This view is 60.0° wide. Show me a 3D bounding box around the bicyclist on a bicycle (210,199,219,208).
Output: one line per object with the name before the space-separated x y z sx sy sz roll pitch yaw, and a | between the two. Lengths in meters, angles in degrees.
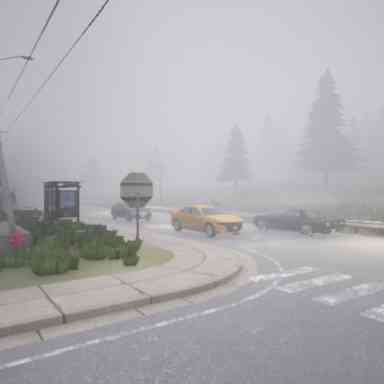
bicyclist on a bicycle | 1.945 1.380 28.788 1.656 1.620 0.582 -7 4 -34

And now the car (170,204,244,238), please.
car | 0.685 1.463 18.145 1.882 1.535 5.008 0 0 -34

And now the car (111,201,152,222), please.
car | -4.891 1.476 26.369 2.128 1.511 4.902 0 0 -34

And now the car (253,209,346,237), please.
car | 5.566 1.580 17.969 1.895 1.301 4.718 0 0 -37
